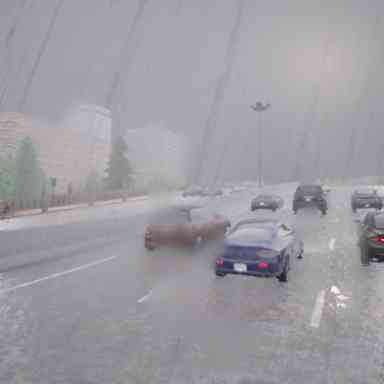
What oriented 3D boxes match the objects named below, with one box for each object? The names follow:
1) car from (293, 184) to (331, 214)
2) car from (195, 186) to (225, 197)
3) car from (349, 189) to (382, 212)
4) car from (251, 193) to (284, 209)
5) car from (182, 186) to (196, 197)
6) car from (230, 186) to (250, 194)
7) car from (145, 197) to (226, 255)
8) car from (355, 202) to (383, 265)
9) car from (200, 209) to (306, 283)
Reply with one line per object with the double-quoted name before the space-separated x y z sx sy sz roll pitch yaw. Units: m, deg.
"car" 8.735 0.422 24.140 2.150 2.045 5.566 -1 3 25
"car" 2.826 0.045 45.102 2.033 1.411 5.357 -1 3 25
"car" 12.592 0.545 24.112 2.128 1.511 4.902 -1 3 25
"car" 6.160 0.741 26.872 1.994 1.385 4.181 -1 3 25
"car" 0.232 -0.018 47.809 1.837 1.490 4.892 -1 3 25
"car" 6.532 -0.104 44.761 1.812 1.442 4.674 -1 3 25
"car" 0.023 1.304 13.575 2.097 1.767 4.553 -1 2 25
"car" 6.395 1.344 10.670 1.837 1.490 4.892 -1 2 25
"car" 2.094 1.502 9.750 1.812 1.442 4.674 -1 1 25
